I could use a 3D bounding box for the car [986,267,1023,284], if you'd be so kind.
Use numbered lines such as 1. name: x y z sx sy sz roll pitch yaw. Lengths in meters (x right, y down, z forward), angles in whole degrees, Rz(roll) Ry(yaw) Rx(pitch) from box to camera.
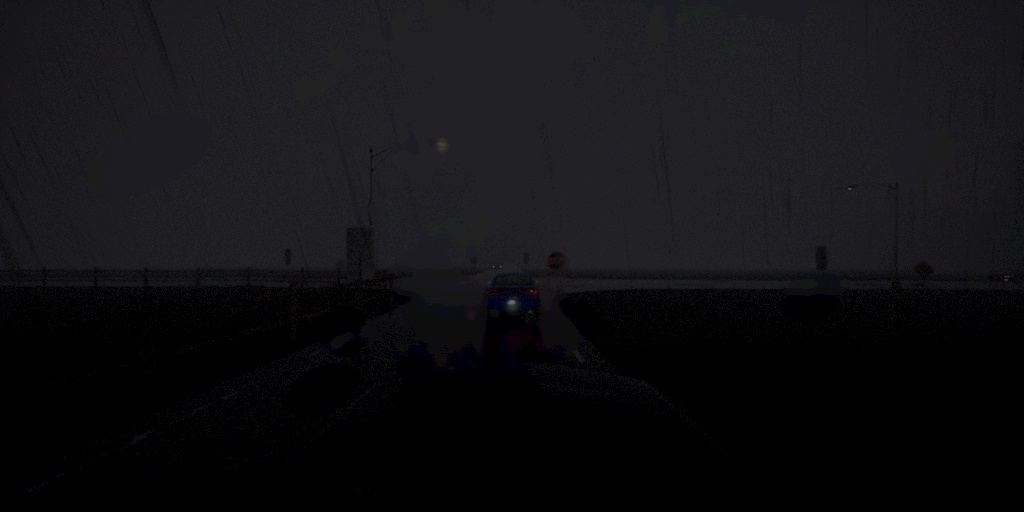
1. car: 46.347 1.754 32.549 5.008 1.535 1.882 1 0 1

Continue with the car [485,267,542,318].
1. car: 0.066 1.350 13.626 1.882 1.535 5.008 0 -1 1

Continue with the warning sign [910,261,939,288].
1. warning sign: 29.344 1.297 25.502 1.060 1.860 1.300 0 0 0
